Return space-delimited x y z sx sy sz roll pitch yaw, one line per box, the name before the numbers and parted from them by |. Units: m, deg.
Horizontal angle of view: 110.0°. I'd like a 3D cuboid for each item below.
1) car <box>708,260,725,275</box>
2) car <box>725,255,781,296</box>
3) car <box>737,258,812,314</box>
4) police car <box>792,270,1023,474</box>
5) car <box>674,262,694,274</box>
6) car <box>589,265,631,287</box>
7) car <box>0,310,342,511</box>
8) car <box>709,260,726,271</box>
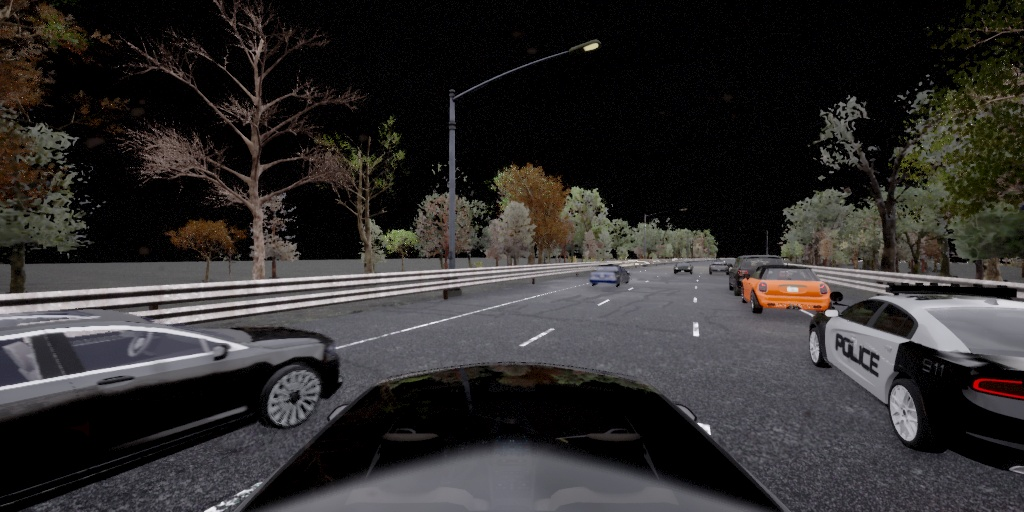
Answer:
car | 22.663 1.261 39.257 2.128 1.511 4.902 0 0 30
car | 12.749 0.978 18.756 2.150 2.045 5.566 0 0 27
car | 10.006 1.102 13.437 2.097 1.767 4.553 0 0 27
police car | 5.634 1.175 4.739 1.930 1.638 5.238 0 0 26
car | 19.537 1.370 40.694 1.895 1.301 4.718 0 0 29
car | 6.758 1.302 24.426 2.033 1.411 5.357 0 0 28
car | -3.957 1.241 3.201 2.128 1.511 4.902 0 0 26
car | 29.190 1.333 50.863 2.033 1.411 5.357 0 0 30
